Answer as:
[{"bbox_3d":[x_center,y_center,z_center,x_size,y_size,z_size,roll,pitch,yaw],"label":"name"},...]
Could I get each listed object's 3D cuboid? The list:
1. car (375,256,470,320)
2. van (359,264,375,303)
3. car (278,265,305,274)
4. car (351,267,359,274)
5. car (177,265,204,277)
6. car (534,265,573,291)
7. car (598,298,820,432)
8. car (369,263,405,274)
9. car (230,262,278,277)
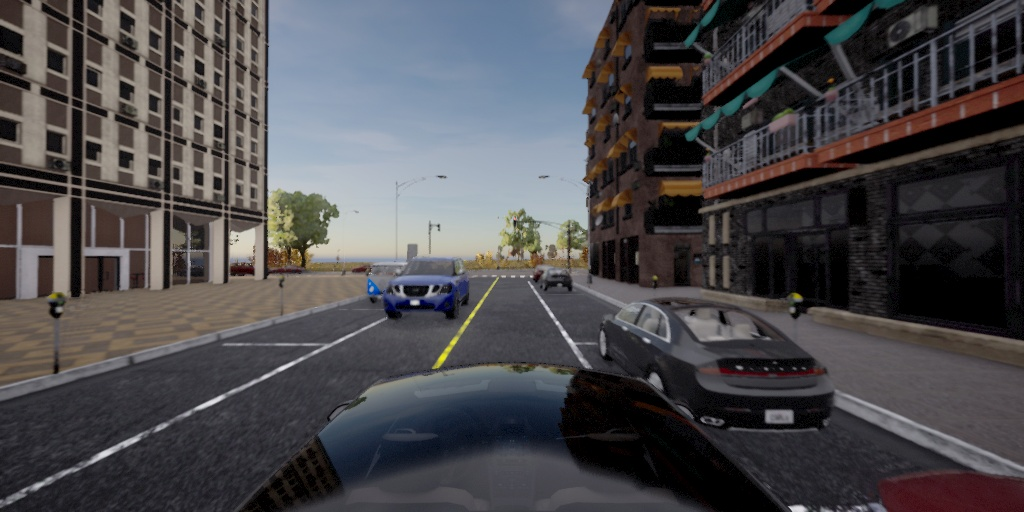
[{"bbox_3d":[-2.849,1.023,13.277,2.150,2.045,5.566,0,0,0],"label":"car"},{"bbox_3d":[-5.345,1.157,16.728,1.690,1.789,3.998,0,0,0],"label":"van"},{"bbox_3d":[-31.660,1.921,50.808,4.207,1.307,1.802,0,0,0],"label":"car"},{"bbox_3d":[-20.577,1.789,50.943,4.207,1.307,1.802,0,0,0],"label":"car"},{"bbox_3d":[-36.977,1.908,42.738,4.313,1.339,1.948,0,0,0],"label":"car"},{"bbox_3d":[2.664,1.391,22.202,2.007,1.370,4.403,0,0,0],"label":"car"},{"bbox_3d":[2.566,1.318,5.624,2.007,1.370,4.403,0,0,0],"label":"car"},{"bbox_3d":[-16.735,1.703,48.288,4.181,1.385,1.994,-1,0,-1],"label":"car"},{"bbox_3d":[-31.430,1.590,42.742,5.009,1.841,2.192,0,0,0],"label":"car"}]
